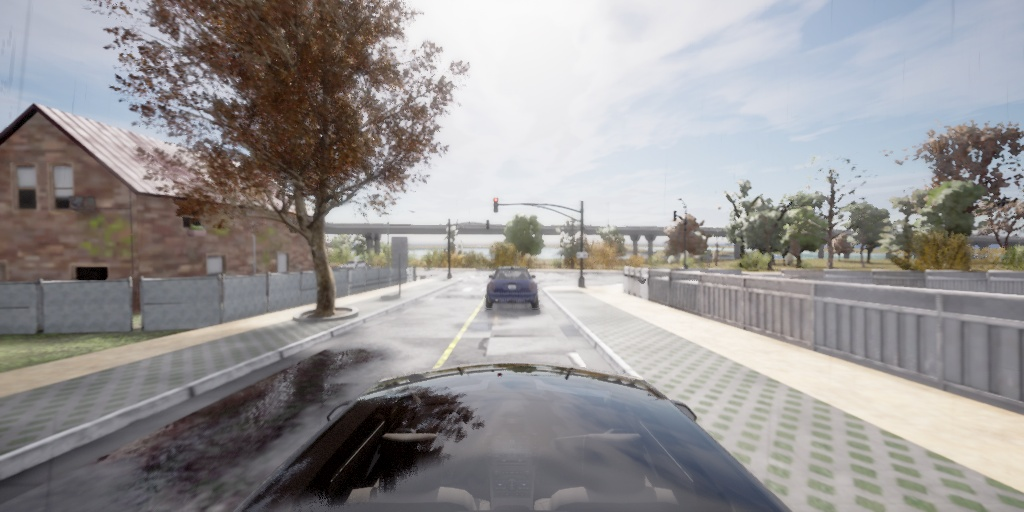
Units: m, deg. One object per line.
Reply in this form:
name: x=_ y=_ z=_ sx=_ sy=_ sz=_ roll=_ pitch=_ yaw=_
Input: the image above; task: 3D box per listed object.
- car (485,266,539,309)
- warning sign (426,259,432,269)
car: x=0.009 y=1.241 z=15.893 sx=2.097 sy=1.767 sz=4.553 roll=0 pitch=-1 yaw=0
warning sign: x=-14.235 y=1.353 z=61.295 sx=1.060 sy=1.860 sz=1.300 roll=0 pitch=0 yaw=36
